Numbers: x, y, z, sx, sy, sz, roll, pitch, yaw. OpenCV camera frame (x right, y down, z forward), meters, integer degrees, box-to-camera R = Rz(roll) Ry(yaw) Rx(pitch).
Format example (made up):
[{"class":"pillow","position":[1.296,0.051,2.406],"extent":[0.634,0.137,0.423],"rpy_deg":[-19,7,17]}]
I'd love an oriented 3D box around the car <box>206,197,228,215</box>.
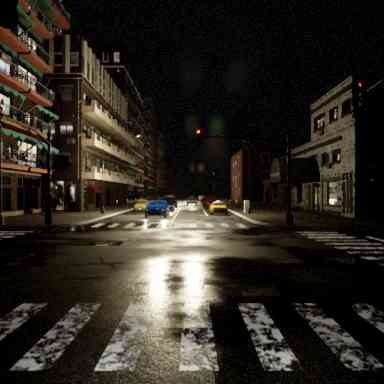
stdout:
[{"class":"car","position":[2.644,1.543,33.929],"extent":[1.752,1.417,4.829],"rpy_deg":[0,0,0]}]

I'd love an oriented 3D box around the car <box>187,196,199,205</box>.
[{"class":"car","position":[0.010,1.649,60.365],"extent":[1.895,1.301,4.718],"rpy_deg":[0,0,0]}]

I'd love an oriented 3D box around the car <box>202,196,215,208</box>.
[{"class":"car","position":[2.627,1.609,44.838],"extent":[1.802,1.307,4.206],"rpy_deg":[0,0,0]}]

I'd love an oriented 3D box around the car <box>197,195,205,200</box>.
[{"class":"car","position":[2.554,1.666,94.690],"extent":[2.008,1.369,4.403],"rpy_deg":[0,0,0]}]

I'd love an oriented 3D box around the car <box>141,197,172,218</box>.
[{"class":"car","position":[-3.144,1.492,30.617],"extent":[1.882,1.535,5.008],"rpy_deg":[0,0,0]}]

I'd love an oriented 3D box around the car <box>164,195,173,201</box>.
[{"class":"car","position":[-5.810,1.530,83.599],"extent":[1.967,1.590,4.097],"rpy_deg":[0,0,0]}]

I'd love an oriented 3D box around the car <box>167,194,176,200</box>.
[{"class":"car","position":[-5.826,1.430,94.678],"extent":[2.192,1.841,5.009],"rpy_deg":[0,0,0]}]

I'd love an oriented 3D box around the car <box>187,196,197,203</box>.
[{"class":"car","position":[-0.056,1.610,70.573],"extent":[2.033,1.411,5.357],"rpy_deg":[0,0,0]}]

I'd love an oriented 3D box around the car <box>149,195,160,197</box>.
[{"class":"car","position":[-5.760,1.349,50.364],"extent":[2.192,1.841,5.009],"rpy_deg":[0,0,0]}]

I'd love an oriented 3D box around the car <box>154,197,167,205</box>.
[{"class":"car","position":[-5.778,1.600,61.442],"extent":[2.008,1.369,4.403],"rpy_deg":[0,0,0]}]

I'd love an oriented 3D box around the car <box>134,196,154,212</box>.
[{"class":"car","position":[-5.745,1.547,39.115],"extent":[1.752,1.417,4.829],"rpy_deg":[0,0,0]}]

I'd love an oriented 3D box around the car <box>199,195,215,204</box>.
[{"class":"car","position":[2.620,1.349,50.377],"extent":[2.192,1.841,5.009],"rpy_deg":[0,0,0]}]

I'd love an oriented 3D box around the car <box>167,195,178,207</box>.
[{"class":"car","position":[-3.148,1.538,49.963],"extent":[1.837,1.490,4.892],"rpy_deg":[0,0,0]}]

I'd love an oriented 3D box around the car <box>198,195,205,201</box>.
[{"class":"car","position":[2.562,1.628,89.321],"extent":[1.752,1.417,4.829],"rpy_deg":[0,0,0]}]

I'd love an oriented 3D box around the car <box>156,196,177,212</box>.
[{"class":"car","position":[-3.140,1.548,39.895],"extent":[1.812,1.442,4.674],"rpy_deg":[0,0,0]}]

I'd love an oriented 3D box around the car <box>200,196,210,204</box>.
[{"class":"car","position":[2.595,1.609,66.994],"extent":[2.008,1.369,4.403],"rpy_deg":[0,0,0]}]
